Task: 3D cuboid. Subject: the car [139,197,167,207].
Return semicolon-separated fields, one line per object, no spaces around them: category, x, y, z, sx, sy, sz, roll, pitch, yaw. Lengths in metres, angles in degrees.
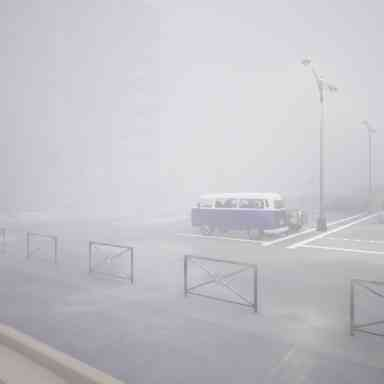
car;-5.685;1.436;49.080;2.128;1.511;4.902;0;0;36

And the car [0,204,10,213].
car;-19.452;1.492;29.948;2.033;1.411;5.357;0;0;36

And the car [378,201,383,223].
car;13.977;1.395;20.962;3.806;1.475;1.970;0;0;36

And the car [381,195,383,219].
car;17.224;1.153;25.499;4.605;1.855;1.932;0;0;36

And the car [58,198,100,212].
car;-13.137;1.422;38.732;1.882;1.535;5.008;0;0;36
